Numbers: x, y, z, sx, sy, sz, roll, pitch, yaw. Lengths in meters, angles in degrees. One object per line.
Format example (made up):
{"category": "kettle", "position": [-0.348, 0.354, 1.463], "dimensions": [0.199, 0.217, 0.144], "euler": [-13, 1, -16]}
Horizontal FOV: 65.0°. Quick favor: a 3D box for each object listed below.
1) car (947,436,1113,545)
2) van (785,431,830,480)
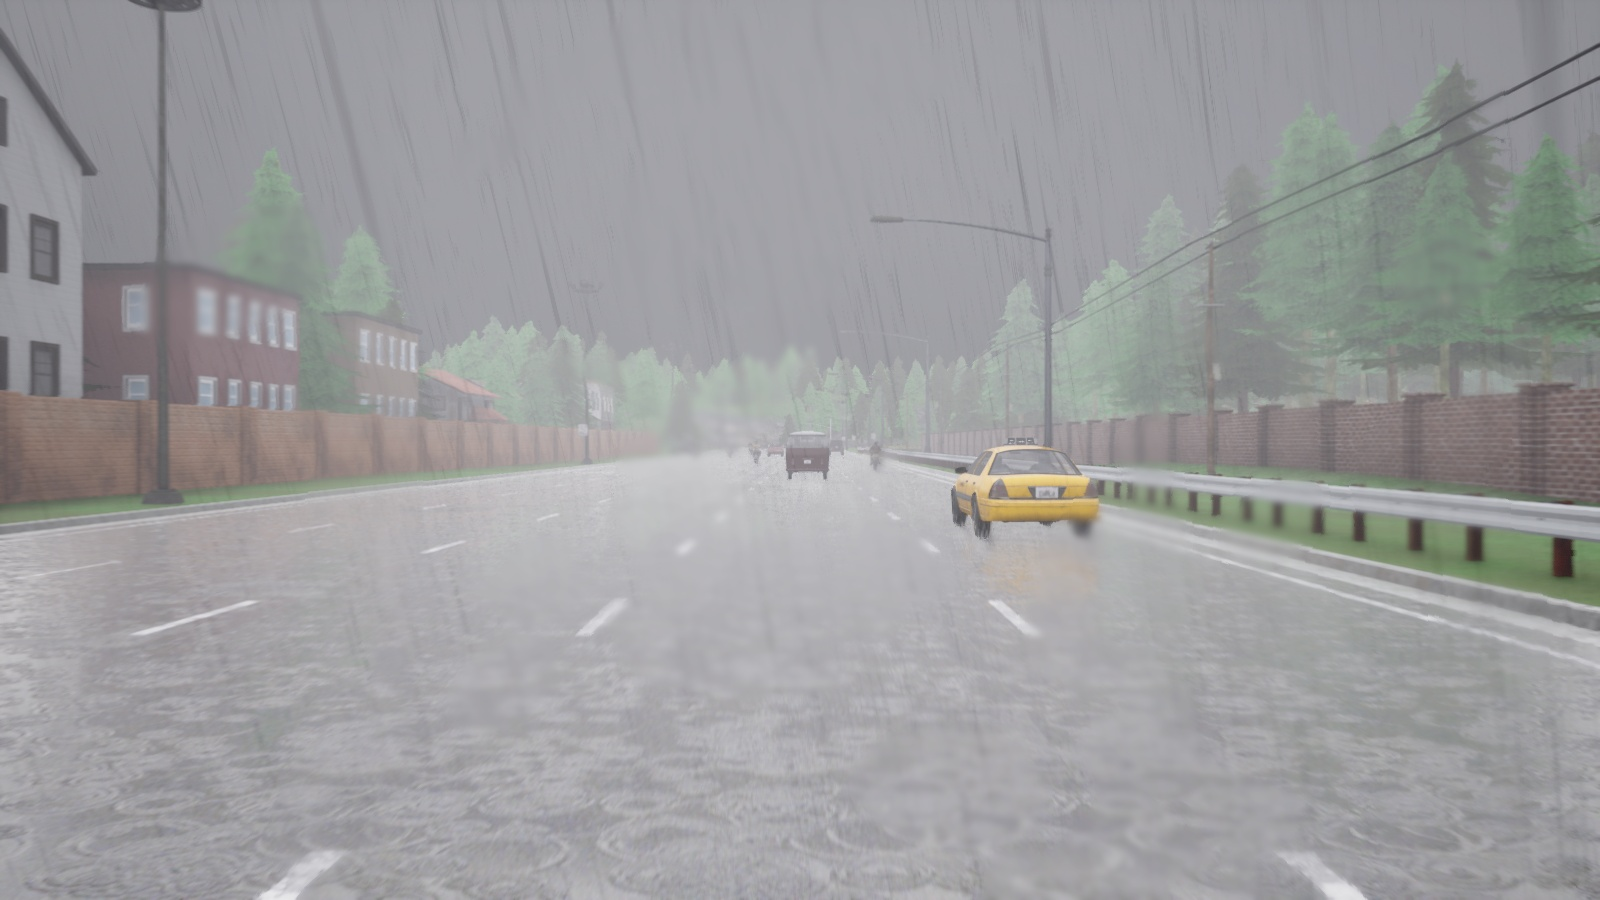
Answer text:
{"category": "car", "position": [3.634, 0.572, 20.796], "dimensions": [1.801, 1.575, 5.366], "euler": [0, 0, 0]}
{"category": "van", "position": [0.313, 0.207, 52.507], "dimensions": [1.775, 1.987, 4.442], "euler": [0, 0, 0]}
